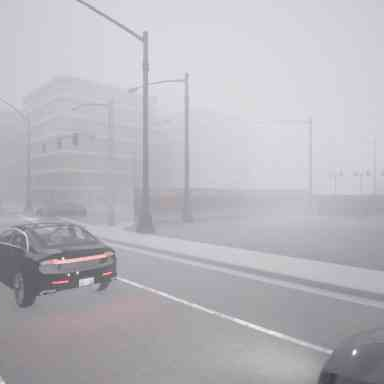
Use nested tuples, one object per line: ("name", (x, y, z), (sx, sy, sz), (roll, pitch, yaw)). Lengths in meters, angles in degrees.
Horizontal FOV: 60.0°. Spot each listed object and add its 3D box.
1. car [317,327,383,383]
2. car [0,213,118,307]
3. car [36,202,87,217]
("car", (3.157, 1.505, 1.611), (4.892, 1.490, 1.837), (0, 0, 38))
("car", (-3.666, 1.492, 8.089), (2.128, 1.511, 4.902), (0, 0, -43))
("car", (-11.571, 1.563, 29.665), (1.994, 1.385, 4.181), (0, 0, 44))
